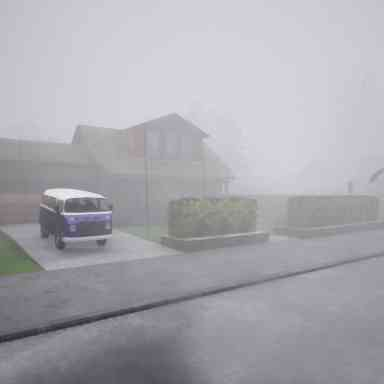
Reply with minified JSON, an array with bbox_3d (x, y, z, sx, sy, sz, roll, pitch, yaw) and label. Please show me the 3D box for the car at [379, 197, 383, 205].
[{"bbox_3d":[24.700,0.985,41.441,3.866,1.878,1.905,0,0,0],"label":"car"}]
